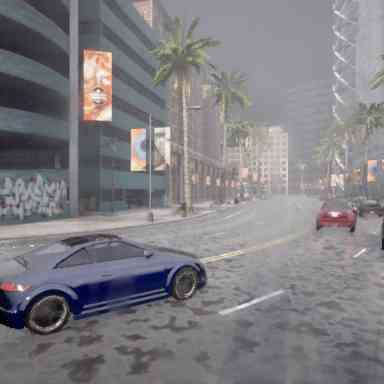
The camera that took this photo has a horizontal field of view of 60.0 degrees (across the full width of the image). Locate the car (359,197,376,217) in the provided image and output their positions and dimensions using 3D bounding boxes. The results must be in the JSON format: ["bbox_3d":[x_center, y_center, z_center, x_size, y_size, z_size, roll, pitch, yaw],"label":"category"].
[{"bbox_3d":[16.344,1.493,31.170,1.837,1.490,4.892,0,0,17],"label":"car"}]

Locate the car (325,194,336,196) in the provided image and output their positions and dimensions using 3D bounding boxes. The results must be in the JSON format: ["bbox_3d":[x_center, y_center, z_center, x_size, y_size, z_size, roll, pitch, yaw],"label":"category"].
[{"bbox_3d":[32.877,1.318,77.300,2.185,1.767,4.553,0,0,16],"label":"car"}]

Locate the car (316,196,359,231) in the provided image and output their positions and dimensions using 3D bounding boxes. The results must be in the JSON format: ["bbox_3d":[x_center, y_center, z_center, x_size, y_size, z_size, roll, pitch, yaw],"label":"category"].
[{"bbox_3d":[9.006,1.343,20.631,2.097,1.767,4.553,0,0,27],"label":"car"}]

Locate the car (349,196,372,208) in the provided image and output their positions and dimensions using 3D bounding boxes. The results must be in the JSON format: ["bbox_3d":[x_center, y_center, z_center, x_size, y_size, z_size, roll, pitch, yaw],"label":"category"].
[{"bbox_3d":[24.785,1.461,49.062,2.231,1.521,4.892,0,0,16],"label":"car"}]

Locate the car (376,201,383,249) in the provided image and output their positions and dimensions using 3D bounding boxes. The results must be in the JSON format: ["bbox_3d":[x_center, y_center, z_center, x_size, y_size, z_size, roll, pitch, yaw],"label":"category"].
[{"bbox_3d":[9.186,1.217,13.699,2.150,2.045,5.566,0,0,34],"label":"car"}]

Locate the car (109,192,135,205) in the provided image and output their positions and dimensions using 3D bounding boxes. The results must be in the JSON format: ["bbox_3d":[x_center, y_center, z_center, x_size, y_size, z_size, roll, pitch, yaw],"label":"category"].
[{"bbox_3d":[-10.836,0.982,51.444,2.435,2.045,5.566,0,0,16],"label":"car"}]

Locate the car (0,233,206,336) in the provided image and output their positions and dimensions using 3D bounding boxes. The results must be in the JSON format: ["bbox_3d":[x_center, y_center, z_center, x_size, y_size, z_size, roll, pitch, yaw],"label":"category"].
[{"bbox_3d":[-1.716,1.557,6.770,4.181,1.385,1.994,0,0,-39],"label":"car"}]
